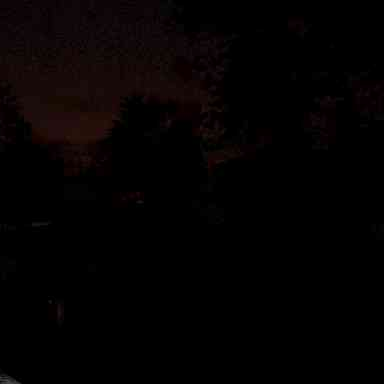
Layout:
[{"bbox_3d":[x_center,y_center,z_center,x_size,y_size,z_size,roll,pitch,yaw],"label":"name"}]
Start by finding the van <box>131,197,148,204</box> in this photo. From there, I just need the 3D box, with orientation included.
[{"bbox_3d":[-14.532,2.419,92.632,4.442,1.987,1.878,-1,-2,-17],"label":"van"}]

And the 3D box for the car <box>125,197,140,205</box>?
[{"bbox_3d":[-13.352,2.230,72.958,1.994,1.385,4.181,-1,-1,0],"label":"car"}]

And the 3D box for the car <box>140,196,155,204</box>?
[{"bbox_3d":[-10.857,2.137,81.059,4.553,1.767,2.185,-1,-1,-17],"label":"car"}]

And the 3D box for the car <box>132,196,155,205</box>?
[{"bbox_3d":[-12.628,2.181,86.744,5.566,2.045,2.435,-1,-2,-17],"label":"car"}]

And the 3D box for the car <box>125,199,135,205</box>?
[{"bbox_3d":[-15.397,2.401,82.544,1.994,1.385,4.181,-1,-2,-17],"label":"car"}]
